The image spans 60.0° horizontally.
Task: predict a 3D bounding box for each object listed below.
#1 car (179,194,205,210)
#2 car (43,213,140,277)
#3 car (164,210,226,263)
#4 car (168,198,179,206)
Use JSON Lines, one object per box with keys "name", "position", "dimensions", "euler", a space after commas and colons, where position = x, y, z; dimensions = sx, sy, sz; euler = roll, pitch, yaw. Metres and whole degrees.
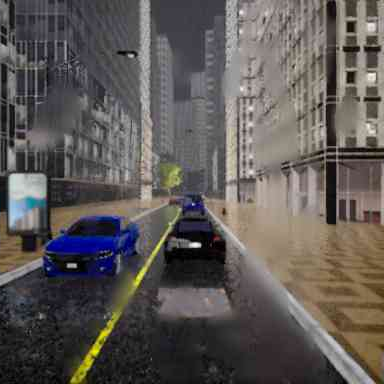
{"name": "car", "position": [0.105, 1.210, 33.202], "dimensions": [2.150, 2.045, 5.566], "euler": [0, 0, 0]}
{"name": "car", "position": [-2.850, 1.472, 10.389], "dimensions": [1.882, 1.535, 5.008], "euler": [0, 0, 0]}
{"name": "car", "position": [0.096, 1.559, 11.951], "dimensions": [1.994, 1.385, 4.181], "euler": [0, 0, 0]}
{"name": "car", "position": [-2.805, 1.597, 53.645], "dimensions": [1.895, 1.301, 4.718], "euler": [0, 0, 0]}
